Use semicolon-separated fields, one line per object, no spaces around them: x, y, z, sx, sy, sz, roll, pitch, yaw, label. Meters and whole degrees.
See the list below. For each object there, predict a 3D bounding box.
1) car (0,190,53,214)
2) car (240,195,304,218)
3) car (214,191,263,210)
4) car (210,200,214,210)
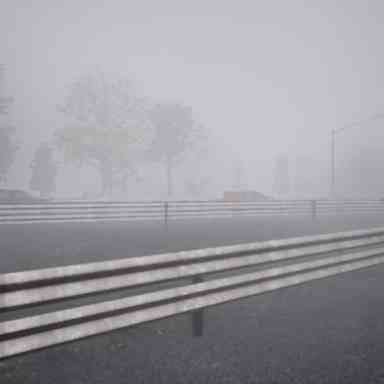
-13.501;0.836;25.442;5.566;2.045;2.150;0;0;-24;car
6.689;1.184;26.429;4.902;1.511;2.128;0;0;-22;car
5.200;0.908;29.608;5.566;2.045;2.150;0;0;-23;car
3.676;1.220;32.750;4.674;1.442;1.812;0;0;-22;car
